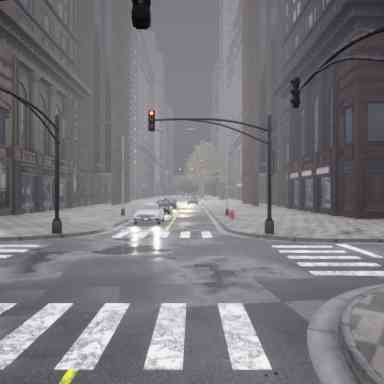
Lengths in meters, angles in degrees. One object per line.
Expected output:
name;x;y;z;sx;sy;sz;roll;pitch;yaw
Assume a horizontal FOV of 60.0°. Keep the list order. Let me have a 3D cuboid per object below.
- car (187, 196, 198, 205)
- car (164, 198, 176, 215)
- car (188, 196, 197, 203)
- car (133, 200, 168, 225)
car;0.135;1.586;59.378;2.033;1.411;5.357;0;0;0
car;-3.074;1.555;34.872;2.033;1.411;5.357;0;0;0
car;0.154;1.579;69.727;1.812;1.442;4.674;0;0;0
car;-3.081;1.528;24.462;1.812;1.442;4.674;0;0;0
